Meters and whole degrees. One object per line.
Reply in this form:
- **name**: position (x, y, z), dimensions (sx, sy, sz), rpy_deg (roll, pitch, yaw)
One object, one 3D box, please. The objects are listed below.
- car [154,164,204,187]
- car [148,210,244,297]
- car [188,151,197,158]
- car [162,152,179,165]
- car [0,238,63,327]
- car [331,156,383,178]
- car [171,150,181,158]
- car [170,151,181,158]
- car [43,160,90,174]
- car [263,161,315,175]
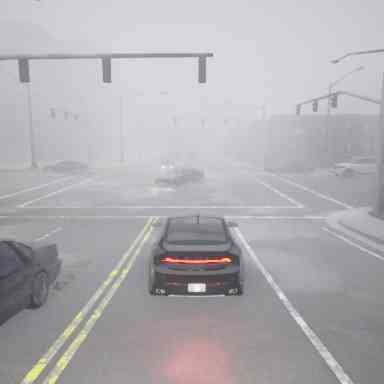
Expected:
- **car**: position (-0.905, -1.349, 27.661), dimensions (2.033, 1.411, 5.357), rpy_deg (5, 10, 31)
- **car**: position (0.079, 1.201, 8.008), dimensions (1.837, 1.490, 4.892), rpy_deg (0, 4, 0)
- **car**: position (0.065, -8.270, 72.663), dimensions (1.994, 1.385, 4.181), rpy_deg (0, 9, 0)
- **car**: position (-3.552, -4.890, 50.673), dimensions (2.033, 1.411, 5.357), rpy_deg (0, 9, 0)
- **car**: position (-3.607, 1.440, 4.632), dimensions (2.033, 1.411, 5.357), rpy_deg (0, 2, 0)
- **car**: position (16.759, -2.466, 32.772), dimensions (5.566, 2.045, 2.150), rpy_deg (0, 9, 0)
- **car**: position (-3.438, -8.086, 70.981), dimensions (1.882, 1.535, 5.008), rpy_deg (0, 9, 0)
- **car**: position (-3.515, -6.647, 60.803), dimensions (2.097, 1.767, 4.553), rpy_deg (0, 9, 0)
- **car**: position (-13.759, -2.735, 36.404), dimensions (4.892, 1.490, 1.837), rpy_deg (0, 9, 0)
- **car**: position (10.580, -2.682, 36.313), dimensions (5.357, 1.411, 2.033), rpy_deg (0, 9, 0)
